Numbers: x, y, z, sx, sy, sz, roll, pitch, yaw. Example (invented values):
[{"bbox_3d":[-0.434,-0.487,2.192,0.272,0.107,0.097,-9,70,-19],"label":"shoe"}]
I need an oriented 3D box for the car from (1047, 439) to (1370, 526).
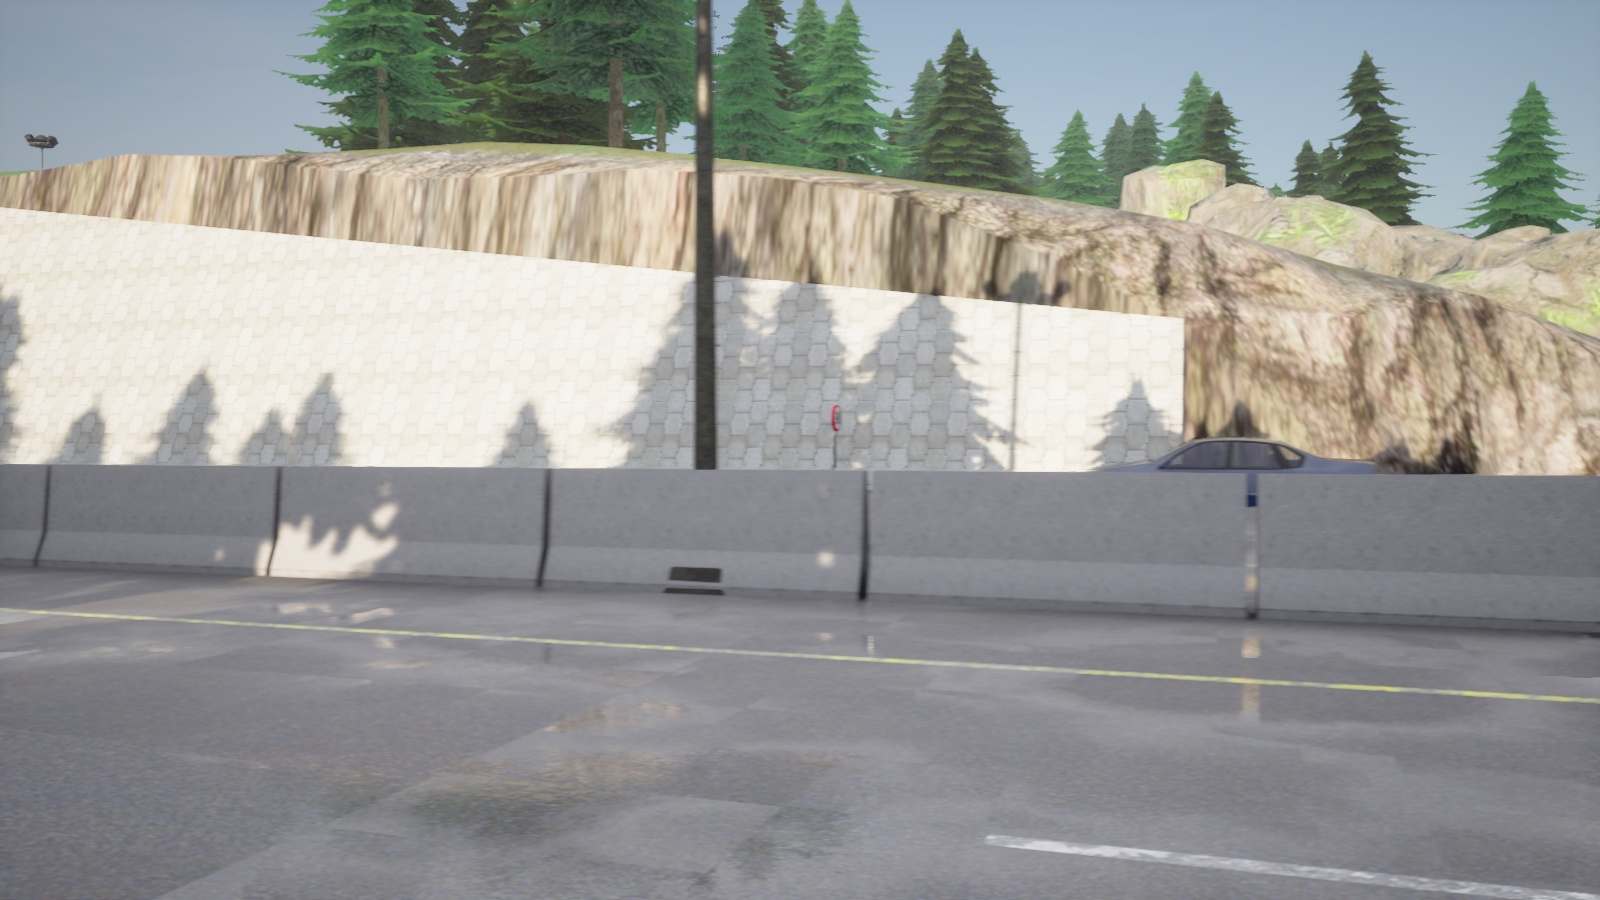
[{"bbox_3d":[7.338,0.535,22.880,5.357,1.411,2.033,1,1,19],"label":"car"}]
